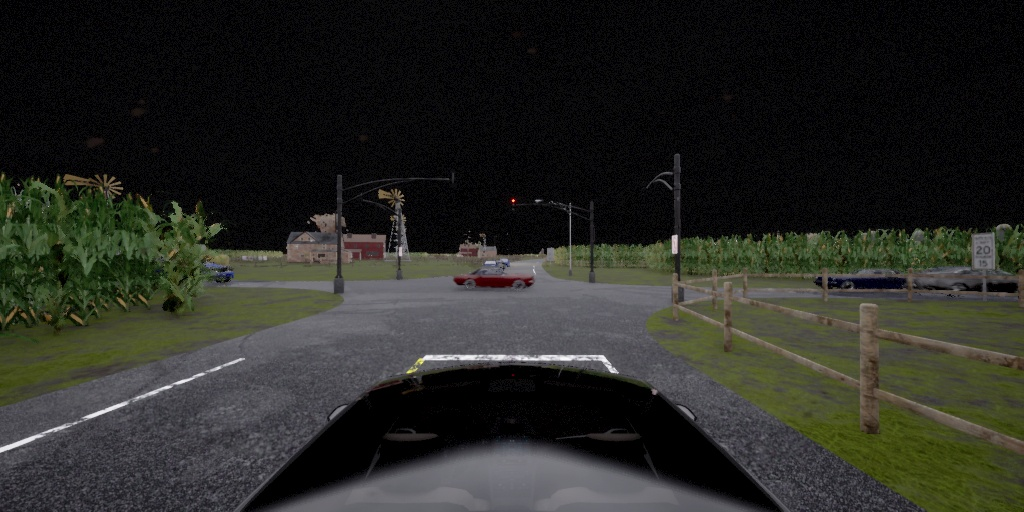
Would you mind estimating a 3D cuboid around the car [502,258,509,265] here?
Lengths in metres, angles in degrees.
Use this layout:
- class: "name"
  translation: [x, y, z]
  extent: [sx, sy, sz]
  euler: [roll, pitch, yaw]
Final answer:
- class: "car"
  translation: [-2.065, 1.303, 53.917]
  extent: [1.994, 1.385, 4.181]
  euler: [0, 0, 5]

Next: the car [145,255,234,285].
- class: "car"
  translation: [-22.493, 0.927, 25.007]
  extent: [5.566, 2.045, 2.150]
  euler: [0, -1, 9]

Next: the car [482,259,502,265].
- class: "car"
  translation: [-2.595, 1.271, 43.910]
  extent: [1.812, 1.442, 4.674]
  euler: [0, 0, 3]

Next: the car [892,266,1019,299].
- class: "car"
  translation: [22.284, 1.257, 17.306]
  extent: [4.902, 1.511, 2.128]
  euler: [0, -1, 10]

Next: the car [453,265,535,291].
- class: "car"
  translation: [-0.969, 1.351, 21.474]
  extent: [4.718, 1.301, 1.895]
  euler: [0, 0, 10]

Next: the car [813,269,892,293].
- class: "car"
  translation: [20.381, 1.401, 20.577]
  extent: [4.718, 1.301, 1.895]
  euler: [0, -1, 9]

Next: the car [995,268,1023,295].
- class: "car"
  translation: [29.349, 1.377, 19.028]
  extent: [4.181, 1.385, 1.994]
  euler: [0, -1, 10]
